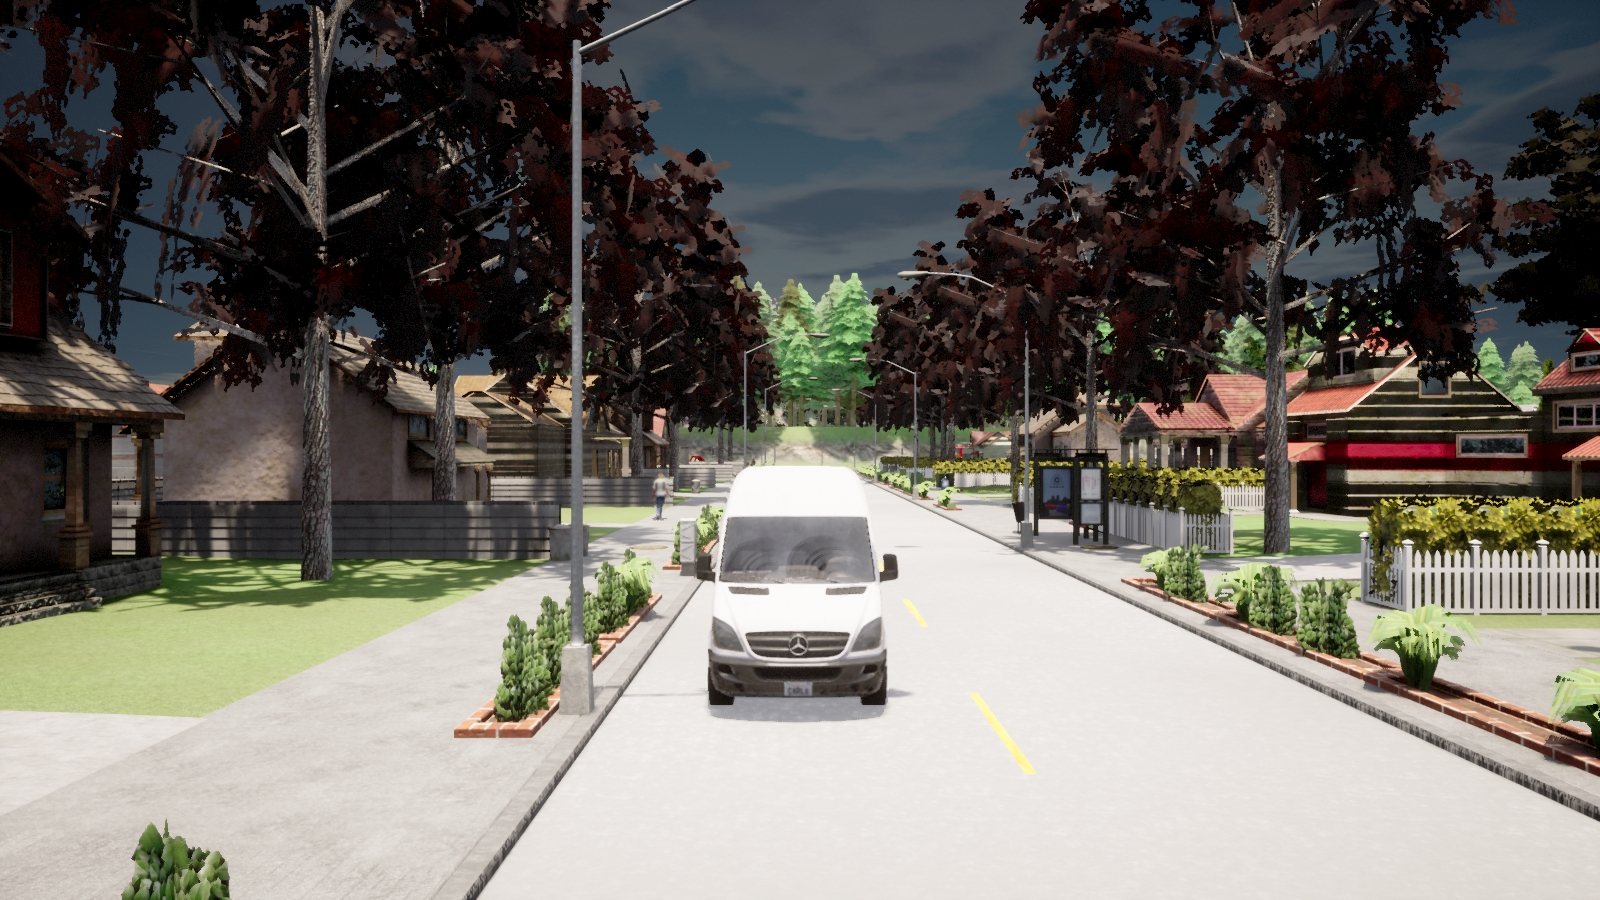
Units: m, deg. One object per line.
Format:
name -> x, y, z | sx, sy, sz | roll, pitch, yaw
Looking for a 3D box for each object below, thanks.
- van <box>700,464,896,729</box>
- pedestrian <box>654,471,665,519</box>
van -> -0.029, 1.530, 14.590 | 1.988, 2.561, 5.915 | 0, 1, 0
pedestrian -> -5.426, 1.743, 44.152 | 0.375, 1.860, 0.375 | 0, 0, 2
